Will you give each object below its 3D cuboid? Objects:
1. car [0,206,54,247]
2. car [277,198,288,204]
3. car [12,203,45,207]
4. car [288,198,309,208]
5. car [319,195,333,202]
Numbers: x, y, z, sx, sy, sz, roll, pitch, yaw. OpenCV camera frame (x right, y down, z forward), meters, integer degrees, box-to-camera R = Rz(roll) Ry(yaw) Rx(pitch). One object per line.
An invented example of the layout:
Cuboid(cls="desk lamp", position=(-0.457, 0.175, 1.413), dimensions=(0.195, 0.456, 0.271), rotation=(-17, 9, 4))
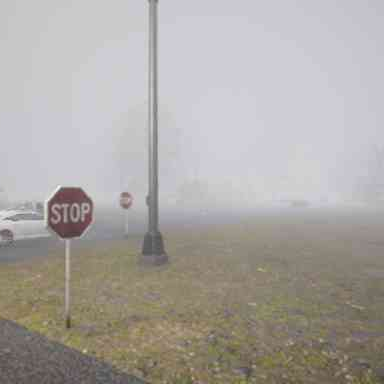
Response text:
Cuboid(cls="car", position=(-7.779, 1.568, 15.379), dimensions=(1.812, 1.442, 4.674), rotation=(0, 0, 34))
Cuboid(cls="car", position=(19.052, 1.793, 68.035), dimensions=(1.895, 1.301, 4.718), rotation=(0, 0, 34))
Cuboid(cls="car", position=(-11.358, 1.546, 22.627), dimensions=(2.128, 1.511, 4.902), rotation=(0, 0, 34))
Cuboid(cls="car", position=(17.125, 1.708, 52.660), dimensions=(1.812, 1.442, 4.674), rotation=(0, 0, 33))
Cuboid(cls="car", position=(32.204, 1.589, 80.763), dimensions=(2.097, 1.767, 4.553), rotation=(0, 0, 30))
